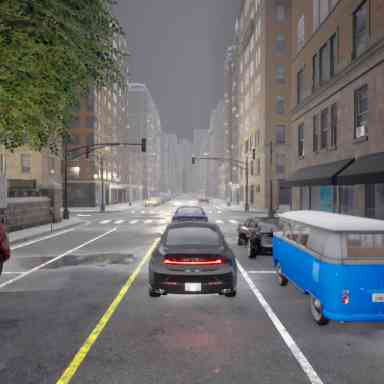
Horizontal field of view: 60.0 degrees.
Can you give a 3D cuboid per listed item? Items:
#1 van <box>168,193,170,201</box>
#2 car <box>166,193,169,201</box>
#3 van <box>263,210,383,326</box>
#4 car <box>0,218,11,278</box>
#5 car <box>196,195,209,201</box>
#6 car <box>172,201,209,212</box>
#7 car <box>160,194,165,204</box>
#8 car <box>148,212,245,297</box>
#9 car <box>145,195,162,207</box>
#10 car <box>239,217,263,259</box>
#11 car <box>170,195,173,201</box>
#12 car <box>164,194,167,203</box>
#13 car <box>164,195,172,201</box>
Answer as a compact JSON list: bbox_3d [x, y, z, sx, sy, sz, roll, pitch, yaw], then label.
[{"bbox_3d":[-6.209,1.310,72.201,1.690,1.788,3.998,0,0,0],"label":"van"},{"bbox_3d":[-6.168,1.513,66.751,1.887,1.381,4.507,0,0,0],"label":"car"},{"bbox_3d":[2.809,1.340,6.815,1.690,1.788,3.998,0,0,0],"label":"van"},{"bbox_3d":[-5.715,1.314,6.711,2.192,1.841,5.009,0,0,0],"label":"car"},{"bbox_3d":[2.356,1.409,66.851,1.967,1.590,4.097,0,0,0],"label":"car"},{"bbox_3d":[-0.099,1.472,18.054,1.882,1.535,5.008,0,0,0],"label":"car"},{"bbox_3d":[-6.085,1.520,55.849,2.008,1.369,4.403,0,0,0],"label":"car"},{"bbox_3d":[0.011,1.503,8.558,1.837,1.490,4.892,0,0,0],"label":"car"},{"bbox_3d":[-6.043,1.497,50.229,1.752,1.417,4.829,0,0,0],"label":"car"},{"bbox_3d":[2.767,1.563,12.476,1.947,1.339,4.313,0,0,0],"label":"car"},{"bbox_3d":[-6.250,1.521,77.652,2.008,1.369,4.403,0,0,0],"label":"car"},{"bbox_3d":[-6.126,1.513,61.300,1.887,1.381,4.507,0,0,0],"label":"car"},{"bbox_3d":[-6.331,1.501,88.383,1.752,1.417,4.829,0,0,0],"label":"car"}]
